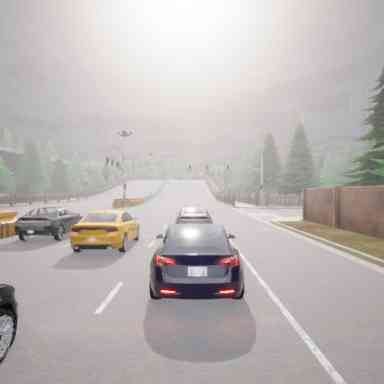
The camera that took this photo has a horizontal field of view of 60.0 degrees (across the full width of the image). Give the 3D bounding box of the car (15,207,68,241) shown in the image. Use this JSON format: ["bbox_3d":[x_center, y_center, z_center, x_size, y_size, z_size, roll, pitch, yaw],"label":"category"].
[{"bbox_3d":[-6.902,1.491,16.646,2.128,1.511,4.902,0,0,0],"label":"car"}]

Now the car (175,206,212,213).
[{"bbox_3d":[0.097,1.491,17.534,2.128,1.511,4.902,0,0,0],"label":"car"}]

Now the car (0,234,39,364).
[{"bbox_3d":[-3.399,1.478,2.729,1.882,1.535,5.008,0,0,0],"label":"car"}]

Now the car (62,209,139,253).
[{"bbox_3d":[-3.401,1.478,13.798,1.882,1.535,5.008,0,0,0],"label":"car"}]

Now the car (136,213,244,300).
[{"bbox_3d":[0.100,1.503,8.444,2.163,1.488,4.792,0,0,0],"label":"car"}]
